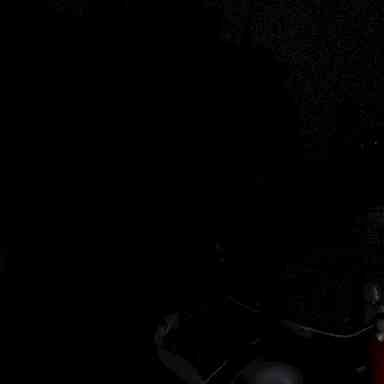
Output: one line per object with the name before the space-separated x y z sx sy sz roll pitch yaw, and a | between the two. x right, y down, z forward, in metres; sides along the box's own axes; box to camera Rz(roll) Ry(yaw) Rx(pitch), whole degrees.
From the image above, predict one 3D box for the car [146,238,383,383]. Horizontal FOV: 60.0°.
car | 1.500 1.441 3.873 4.097 1.590 1.967 0 1 -36
